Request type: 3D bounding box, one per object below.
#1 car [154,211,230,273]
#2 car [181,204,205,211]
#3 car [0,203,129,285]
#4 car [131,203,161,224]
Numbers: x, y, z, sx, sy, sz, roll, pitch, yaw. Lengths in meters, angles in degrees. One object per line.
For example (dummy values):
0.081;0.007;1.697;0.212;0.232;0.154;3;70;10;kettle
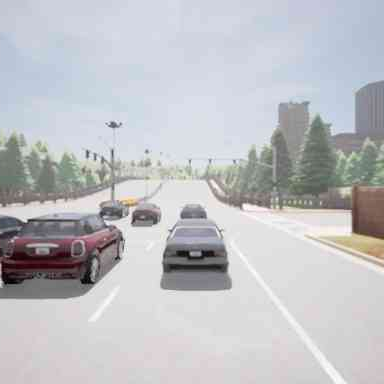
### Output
0.132;1.565;10.657;2.033;1.411;5.357;0;0;1;car
0.104;1.607;26.169;1.994;1.385;4.181;0;0;0;car
-3.400;1.368;9.686;2.097;1.767;4.553;0;0;0;car
-3.397;1.567;25.198;1.812;1.442;4.674;0;0;0;car
